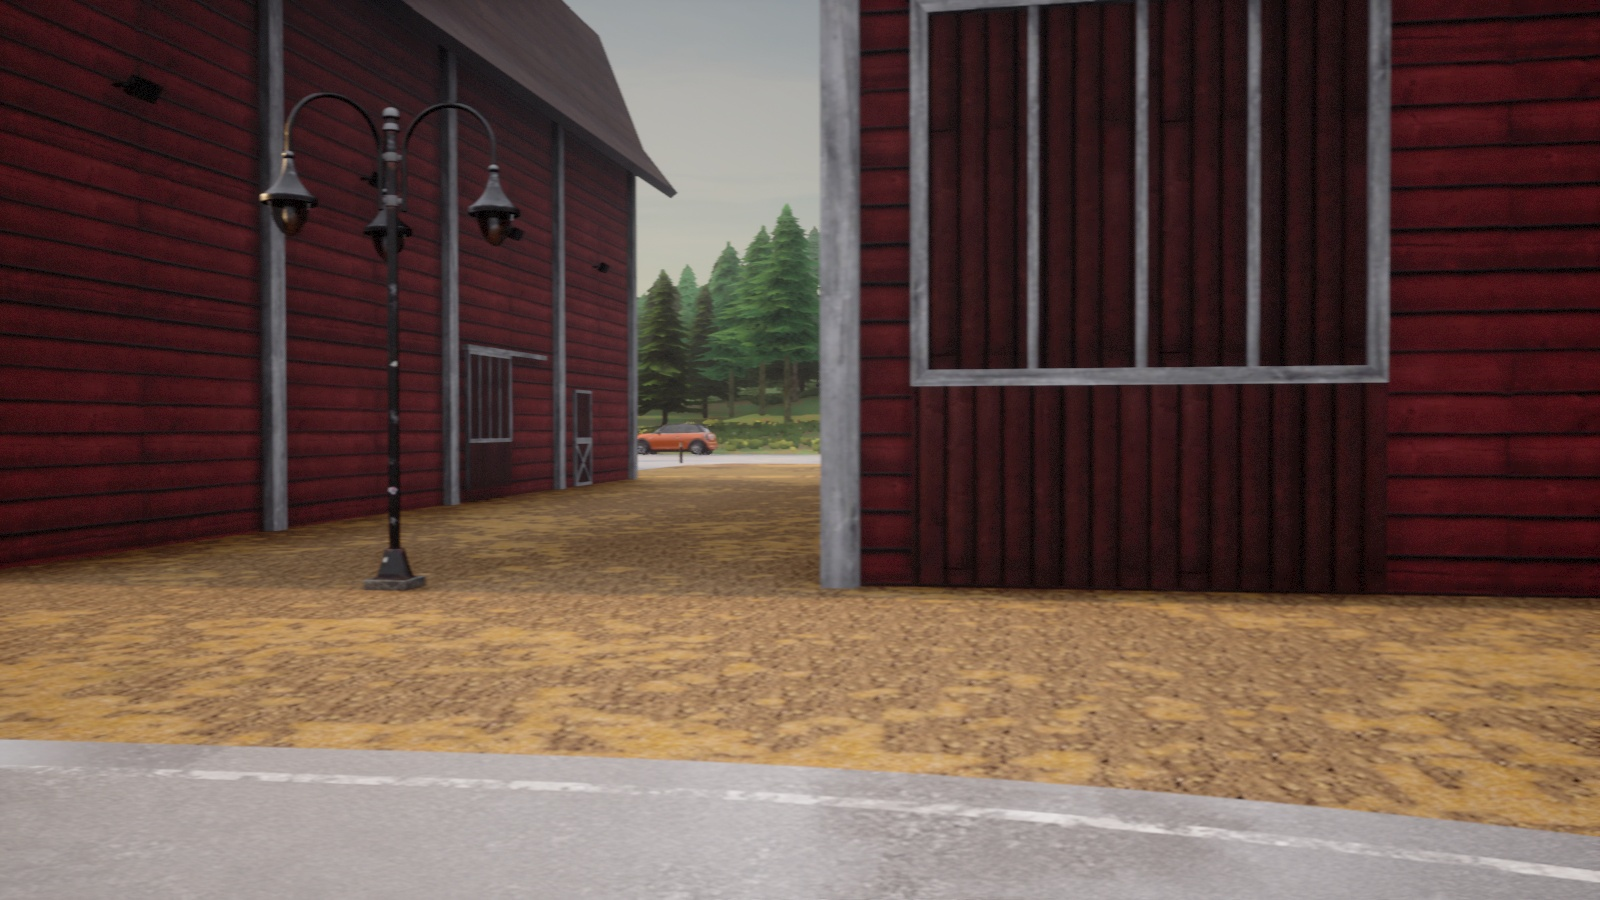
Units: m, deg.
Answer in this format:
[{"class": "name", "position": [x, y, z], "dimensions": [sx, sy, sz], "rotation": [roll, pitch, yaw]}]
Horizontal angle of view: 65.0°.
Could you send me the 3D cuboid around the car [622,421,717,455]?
[{"class": "car", "position": [-6.847, -0.652, 66.197], "dimensions": [4.553, 1.767, 2.097], "rotation": [0, 1, 10]}]
